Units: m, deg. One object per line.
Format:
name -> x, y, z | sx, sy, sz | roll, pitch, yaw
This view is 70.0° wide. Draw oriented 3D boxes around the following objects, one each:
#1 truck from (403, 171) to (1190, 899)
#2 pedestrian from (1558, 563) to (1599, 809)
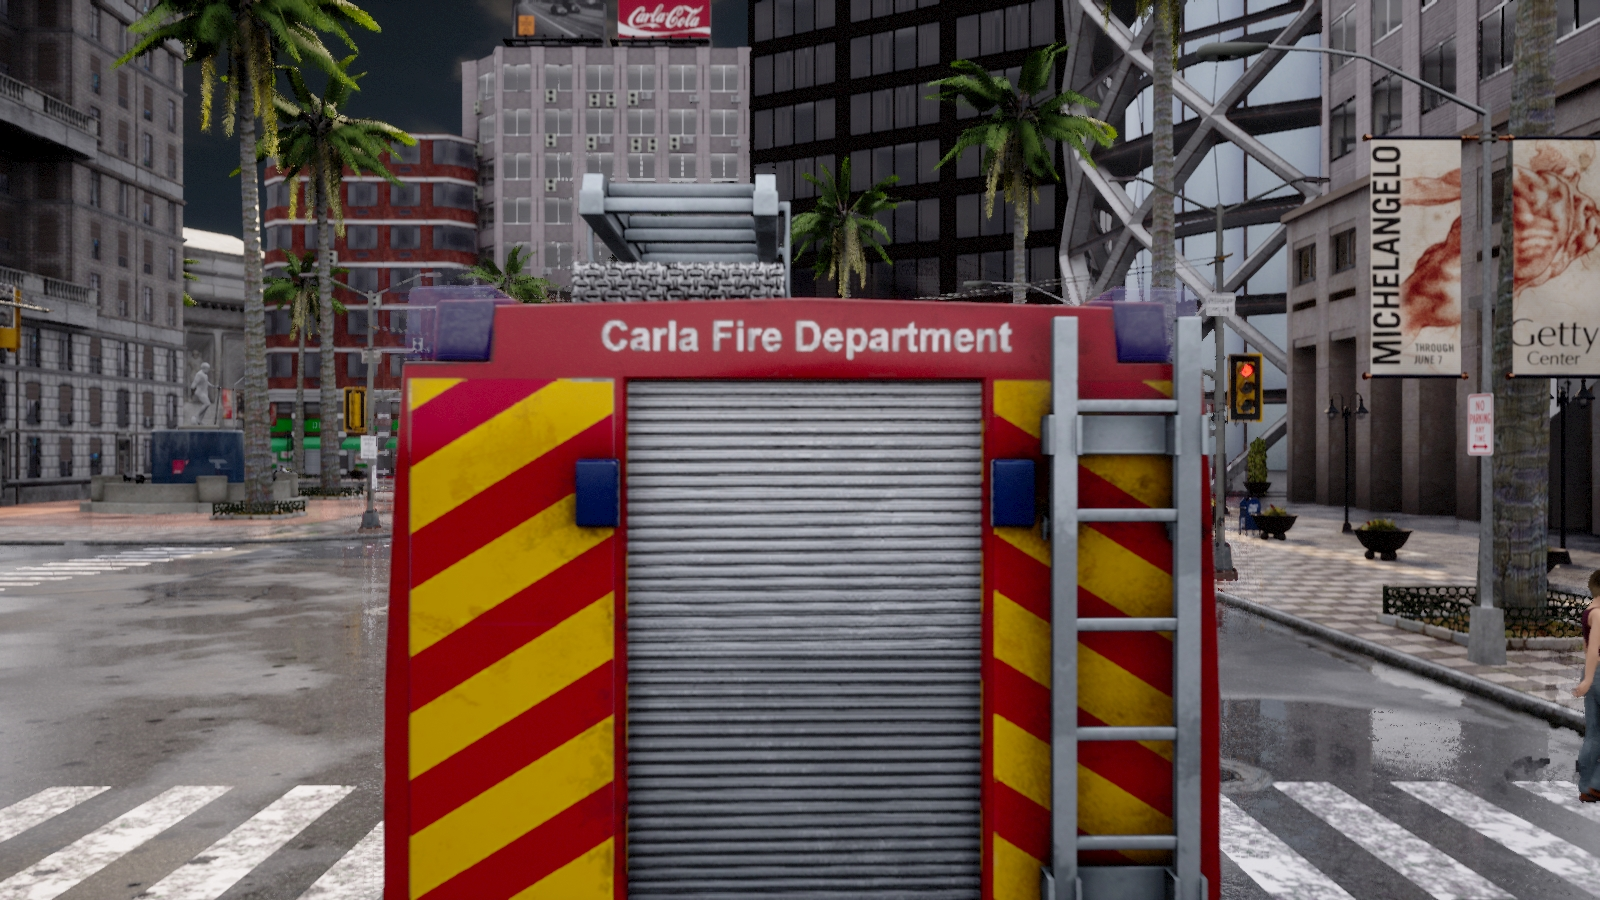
truck -> -0.093, 0.885, 8.437 | 2.891, 3.827, 8.468 | 0, 0, -1
pedestrian -> 6.224, 1.842, 8.994 | 0.375, 1.860, 0.375 | 0, 0, 25
